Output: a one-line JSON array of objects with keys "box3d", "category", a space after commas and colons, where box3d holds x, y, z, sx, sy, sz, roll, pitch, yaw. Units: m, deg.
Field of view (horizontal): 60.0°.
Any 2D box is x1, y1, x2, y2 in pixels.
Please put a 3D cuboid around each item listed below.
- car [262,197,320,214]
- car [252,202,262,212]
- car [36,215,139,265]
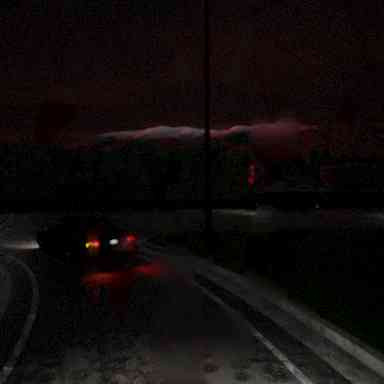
[{"box3d": [9.656, 1.313, 31.802, 4.892, 1.490, 1.837, -1, 0, -6], "category": "car"}, {"box3d": [8.859, 1.281, 35.239, 5.008, 1.535, 1.882, -1, 0, -6], "category": "car"}, {"box3d": [-3.899, 1.539, 11.787, 2.033, 1.411, 5.357, -1, 0, -39], "category": "car"}]
